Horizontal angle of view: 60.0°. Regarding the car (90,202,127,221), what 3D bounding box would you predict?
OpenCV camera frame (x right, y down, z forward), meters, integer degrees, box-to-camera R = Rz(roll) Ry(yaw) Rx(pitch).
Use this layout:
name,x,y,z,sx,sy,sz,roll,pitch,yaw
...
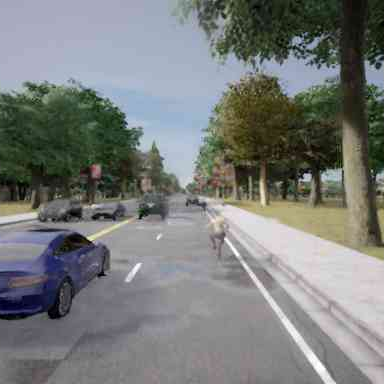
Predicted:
name,x,y,z,sx,sy,sz,roll,pitch,yaw
car,-6.605,1.509,27.036,2.033,1.411,5.357,0,0,0

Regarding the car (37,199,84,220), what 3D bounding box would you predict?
name,x,y,z,sx,sy,sz,roll,pitch,yaw
car,-9.853,1.316,25.263,2.097,1.767,4.553,0,0,0

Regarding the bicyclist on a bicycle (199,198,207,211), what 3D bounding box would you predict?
name,x,y,z,sx,sy,sz,roll,pitch,yaw
bicyclist on a bicycle,0.884,1.334,25.834,0.659,1.776,1.843,0,0,0

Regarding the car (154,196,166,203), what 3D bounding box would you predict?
name,x,y,z,sx,sy,sz,roll,pitch,yaw
car,-6.518,1.477,68.073,2.033,1.411,5.357,0,0,0

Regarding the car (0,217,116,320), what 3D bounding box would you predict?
name,x,y,z,sx,sy,sz,roll,pitch,yaw
car,-3.154,1.516,7.215,1.812,1.442,4.674,0,0,0

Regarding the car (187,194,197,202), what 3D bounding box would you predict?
name,x,y,z,sx,sy,sz,roll,pitch,yaw
car,-0.019,1.300,73.604,2.097,1.767,4.553,0,0,0

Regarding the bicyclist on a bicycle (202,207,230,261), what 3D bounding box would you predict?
name,x,y,z,sx,sy,sz,roll,pitch,yaw
bicyclist on a bicycle,0.876,1.422,11.162,0.866,1.612,1.509,0,0,0

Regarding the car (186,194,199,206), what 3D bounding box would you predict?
name,x,y,z,sx,sy,sz,roll,pitch,yaw
car,0.084,1.291,55.181,2.097,1.767,4.553,0,0,0

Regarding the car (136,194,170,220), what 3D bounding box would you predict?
name,x,y,z,sx,sy,sz,roll,pitch,yaw
car,-3.170,1.182,28.224,2.150,2.045,5.566,0,0,0

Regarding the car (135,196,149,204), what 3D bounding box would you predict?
name,x,y,z,sx,sy,sz,roll,pitch,yaw
car,-9.770,1.481,65.684,2.033,1.411,5.357,0,0,0
